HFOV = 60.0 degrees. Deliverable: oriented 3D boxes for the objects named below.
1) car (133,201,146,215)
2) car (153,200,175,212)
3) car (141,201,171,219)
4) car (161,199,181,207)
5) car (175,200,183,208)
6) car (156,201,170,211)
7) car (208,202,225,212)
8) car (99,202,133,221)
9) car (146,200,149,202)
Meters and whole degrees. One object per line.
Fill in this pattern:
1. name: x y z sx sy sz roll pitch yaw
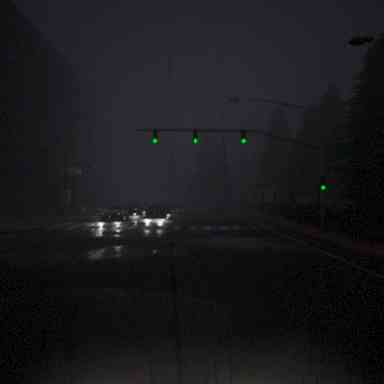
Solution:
1. car: -7.145 1.930 40.255 1.882 1.535 5.008 0 -1 -1
2. car: -3.619 2.030 42.912 2.033 1.411 5.357 0 -1 0
3. car: -3.579 1.943 33.728 1.994 1.385 4.181 0 -1 0
4. car: -4.508 2.311 70.087 1.812 1.442 4.674 0 -1 -37
5. car: -3.287 2.279 60.351 1.895 1.301 4.718 0 -1 -22
6. car: -4.650 2.121 53.036 1.812 1.442 4.674 0 -1 -11
7. car: 3.361 2.075 46.963 2.033 1.411 5.357 0 -1 -5
8. car: -7.081 1.874 30.995 1.812 1.442 4.674 0 -1 0
9. car: -7.793 2.092 50.451 1.812 1.442 4.674 0 -1 -9
